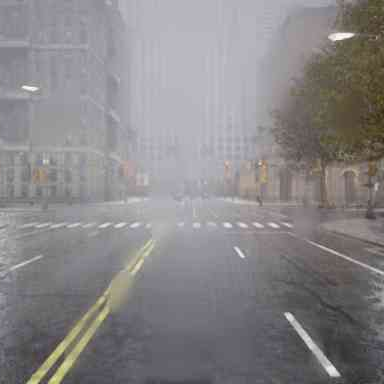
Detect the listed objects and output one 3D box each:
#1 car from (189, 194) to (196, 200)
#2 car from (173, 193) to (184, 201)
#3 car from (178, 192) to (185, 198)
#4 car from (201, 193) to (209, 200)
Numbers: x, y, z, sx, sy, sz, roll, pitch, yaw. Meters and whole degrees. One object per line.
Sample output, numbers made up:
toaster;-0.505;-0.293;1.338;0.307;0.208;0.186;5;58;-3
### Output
car;0.191;1.329;91.781;2.128;1.511;4.902;0;0;1
car;-3.450;1.492;78.391;1.895;1.301;4.718;0;0;1
car;-3.278;1.092;94.817;2.150;2.045;5.566;0;0;1
car;3.690;1.159;91.716;2.097;1.767;4.553;0;0;1
